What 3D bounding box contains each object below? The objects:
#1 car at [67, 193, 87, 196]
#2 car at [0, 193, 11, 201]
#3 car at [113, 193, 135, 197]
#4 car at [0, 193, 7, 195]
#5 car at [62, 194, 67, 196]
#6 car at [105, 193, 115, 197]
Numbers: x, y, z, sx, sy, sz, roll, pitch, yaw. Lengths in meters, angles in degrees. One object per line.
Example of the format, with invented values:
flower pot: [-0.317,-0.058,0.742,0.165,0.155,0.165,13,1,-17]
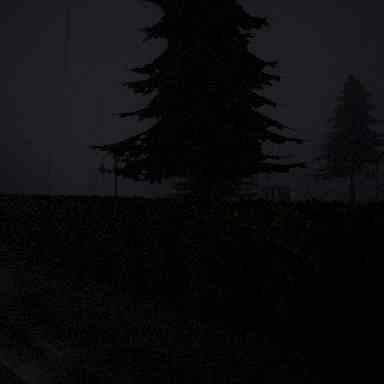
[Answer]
car: [-27.208,1.154,81.623,5.027,1.636,2.152,0,0,-45]
car: [-41.799,1.097,71.665,4.605,1.855,1.932,0,0,-45]
car: [-10.341,1.384,54.301,3.806,1.475,1.970,0,0,-45]
car: [-23.747,1.331,41.312,5.027,1.636,2.152,0,0,-45]
car: [-31.941,1.232,85.969,3.806,1.475,1.970,0,0,-45]
car: [-15.901,1.097,70.723,4.605,1.855,1.932,0,0,-45]
